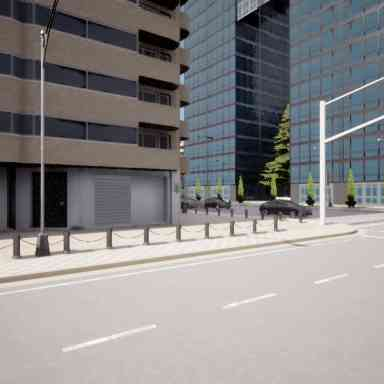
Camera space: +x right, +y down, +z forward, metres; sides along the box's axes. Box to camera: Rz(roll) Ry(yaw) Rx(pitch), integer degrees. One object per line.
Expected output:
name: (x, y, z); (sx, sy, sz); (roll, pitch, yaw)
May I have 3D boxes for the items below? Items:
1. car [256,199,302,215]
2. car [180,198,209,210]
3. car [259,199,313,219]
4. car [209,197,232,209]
car: (8.874, 1.508, 34.158); (1.994, 1.385, 4.181); (0, 0, -36)
car: (-0.369, 1.470, 41.143); (1.812, 1.442, 4.674); (0, 0, -35)
car: (8.155, 1.447, 29.163); (1.837, 1.490, 4.892); (0, 1, -37)
car: (3.010, 1.449, 42.424); (1.837, 1.490, 4.892); (0, 0, -35)
